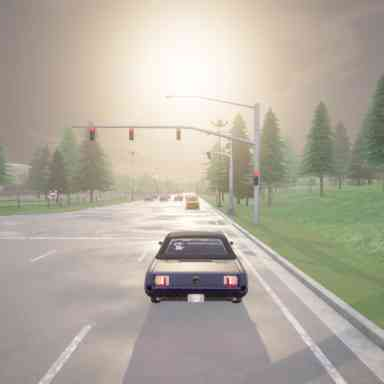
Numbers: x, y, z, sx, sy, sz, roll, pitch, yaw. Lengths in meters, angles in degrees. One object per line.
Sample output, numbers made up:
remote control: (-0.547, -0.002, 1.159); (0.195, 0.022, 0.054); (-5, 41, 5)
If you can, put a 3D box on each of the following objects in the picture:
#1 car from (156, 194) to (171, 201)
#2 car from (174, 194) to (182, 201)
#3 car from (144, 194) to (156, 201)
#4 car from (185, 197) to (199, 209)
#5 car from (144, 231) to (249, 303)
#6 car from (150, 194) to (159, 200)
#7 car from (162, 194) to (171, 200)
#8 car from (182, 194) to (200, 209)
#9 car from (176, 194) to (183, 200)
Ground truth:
car: (-6.837, 1.529, 80.438); (2.033, 1.411, 5.357); (0, 0, 0)
car: (-3.336, 1.543, 80.848); (1.994, 1.385, 4.181); (0, 0, 0)
car: (-10.337, 1.529, 80.445); (2.033, 1.411, 5.357); (0, 0, 0)
car: (0.055, 1.575, 49.804); (2.033, 1.411, 5.357); (-1, 1, 1)
car: (0.096, 1.601, 8.136); (1.895, 1.301, 4.718); (0, 0, 1)
car: (-10.316, 1.330, 90.865); (1.837, 1.490, 4.892); (0, 0, 0)
car: (-6.816, 1.370, 90.858); (2.033, 1.411, 5.357); (0, 0, 0)
car: (-0.029, 1.081, 46.335); (1.882, 1.535, 5.008); (-3, 17, -3)
car: (-3.316, 1.354, 90.851); (1.812, 1.442, 4.674); (0, 0, 0)
